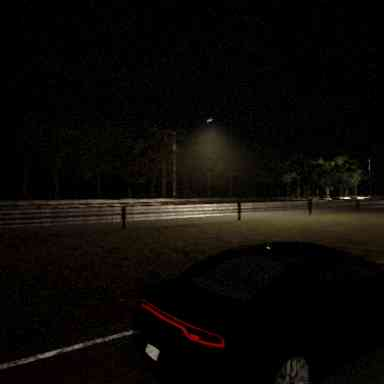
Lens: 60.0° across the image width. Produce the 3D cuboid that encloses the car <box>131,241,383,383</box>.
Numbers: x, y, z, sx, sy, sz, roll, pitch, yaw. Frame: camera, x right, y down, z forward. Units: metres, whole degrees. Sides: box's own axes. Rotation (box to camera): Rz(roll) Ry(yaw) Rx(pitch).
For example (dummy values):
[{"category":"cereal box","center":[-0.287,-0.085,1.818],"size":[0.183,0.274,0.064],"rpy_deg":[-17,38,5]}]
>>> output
[{"category":"car","center":[1.609,1.477,4.846],"size":[5.008,1.535,1.882],"rpy_deg":[0,0,-35]}]
